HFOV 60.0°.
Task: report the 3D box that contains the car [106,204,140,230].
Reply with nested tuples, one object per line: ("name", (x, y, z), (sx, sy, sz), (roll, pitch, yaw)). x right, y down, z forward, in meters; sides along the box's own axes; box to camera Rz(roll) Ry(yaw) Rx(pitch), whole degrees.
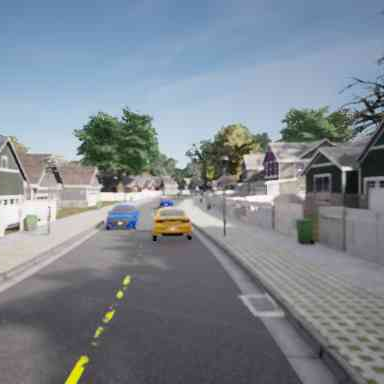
("car", (-4.490, 1.579, 22.101), (1.882, 1.535, 5.008), (0, 0, -6))

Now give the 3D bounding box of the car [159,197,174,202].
("car", (-3.434, 1.444, 45.204), (1.882, 1.535, 5.008), (0, 1, -2))

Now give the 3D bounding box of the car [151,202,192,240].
("car", (-1.144, 1.558, 17.827), (1.882, 1.535, 5.008), (0, 0, -6))
